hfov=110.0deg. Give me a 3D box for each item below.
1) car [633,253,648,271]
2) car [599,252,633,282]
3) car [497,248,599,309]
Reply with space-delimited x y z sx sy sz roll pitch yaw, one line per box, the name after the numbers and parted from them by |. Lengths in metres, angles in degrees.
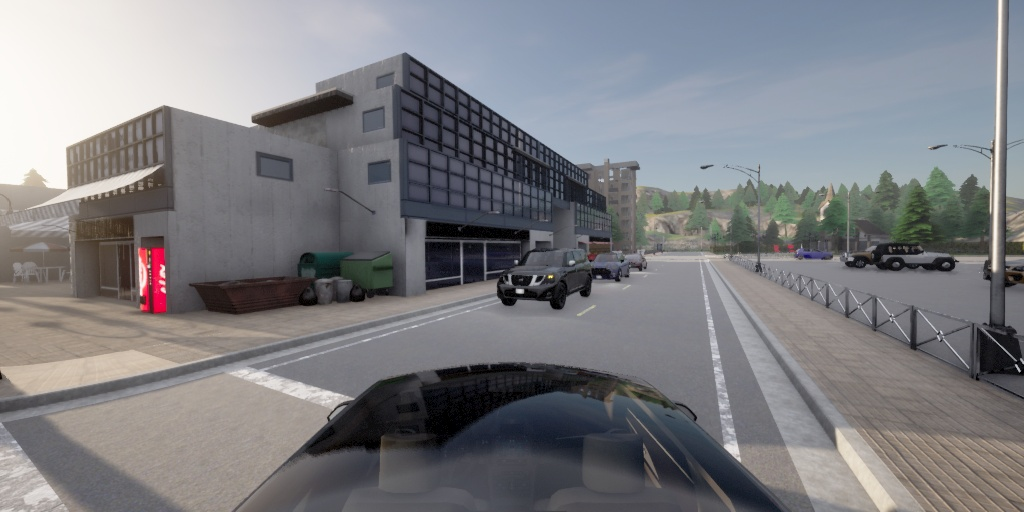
10.758 0.494 31.723 1.812 1.442 4.674 0 1 28 | car
6.043 0.583 22.641 2.097 1.767 4.553 0 1 27 | car
1.516 0.705 13.909 2.150 2.045 5.566 0 1 27 | car
